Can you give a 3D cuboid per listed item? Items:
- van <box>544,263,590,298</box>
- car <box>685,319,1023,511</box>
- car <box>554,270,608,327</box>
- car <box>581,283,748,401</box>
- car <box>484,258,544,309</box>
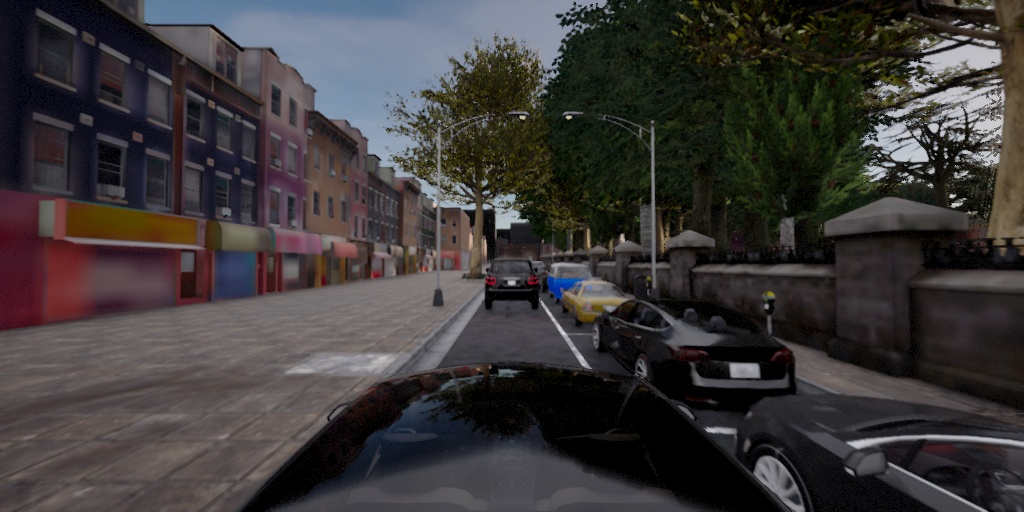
[{"bbox_3d":[2.628,1.239,17.046,1.690,1.789,3.998,0,0,0],"label":"van"},{"bbox_3d":[2.649,1.295,1.160,2.007,1.370,4.403,0,0,0],"label":"car"},{"bbox_3d":[2.632,1.370,11.768,1.751,1.417,4.829,0,0,0],"label":"car"},{"bbox_3d":[2.636,1.358,6.148,1.948,1.339,4.313,0,0,0],"label":"car"},{"bbox_3d":[-0.009,1.104,15.886,2.150,2.045,5.566,0,0,0],"label":"car"}]
